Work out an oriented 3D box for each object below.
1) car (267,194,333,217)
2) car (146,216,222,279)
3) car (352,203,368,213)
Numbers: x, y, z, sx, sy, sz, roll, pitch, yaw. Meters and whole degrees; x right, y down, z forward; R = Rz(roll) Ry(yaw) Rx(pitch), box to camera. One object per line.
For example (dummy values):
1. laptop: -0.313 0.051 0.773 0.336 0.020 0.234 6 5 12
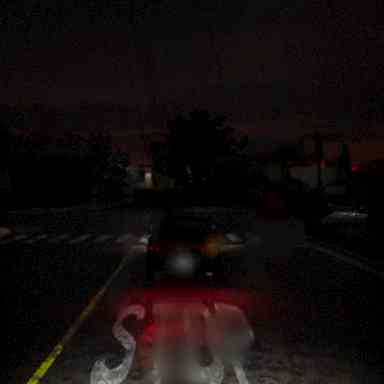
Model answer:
1. car: 9.598 1.157 29.797 5.566 2.045 2.150 0 0 -2
2. car: -0.265 1.449 10.000 1.882 1.535 5.008 0 0 -2
3. car: 19.133 1.429 33.555 5.357 1.411 2.033 0 1 -2
